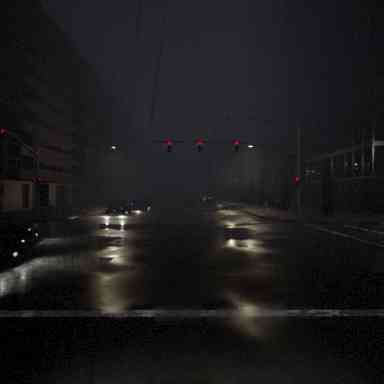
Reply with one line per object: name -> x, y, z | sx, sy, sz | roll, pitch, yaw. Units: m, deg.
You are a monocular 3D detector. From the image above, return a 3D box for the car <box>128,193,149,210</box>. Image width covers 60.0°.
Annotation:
car -> -7.452, 1.221, 44.088 | 2.150, 2.045, 5.566 | 0, 0, 1

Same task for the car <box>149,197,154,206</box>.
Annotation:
car -> -7.340, 1.547, 54.552 | 2.033, 1.411, 5.357 | 0, 0, 1

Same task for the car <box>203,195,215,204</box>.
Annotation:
car -> 3.461, 1.491, 64.666 | 2.128, 1.511, 4.902 | 0, 0, 1

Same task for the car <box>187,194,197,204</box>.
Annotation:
car -> -0.038, 1.564, 64.574 | 1.994, 1.385, 4.181 | 0, 0, 1

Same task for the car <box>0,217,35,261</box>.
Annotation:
car -> -8.198, 1.573, 10.464 | 5.357, 1.411, 2.033 | 0, 0, 0

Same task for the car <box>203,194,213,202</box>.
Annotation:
car -> 3.465, 1.355, 74.531 | 2.097, 1.767, 4.553 | 0, 0, 1

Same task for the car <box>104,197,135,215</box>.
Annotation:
car -> -7.466, 1.526, 34.177 | 1.812, 1.442, 4.674 | 0, 0, 0

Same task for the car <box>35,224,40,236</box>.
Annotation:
car -> -9.770, 1.580, 14.746 | 5.357, 1.411, 2.033 | 0, 0, -13
